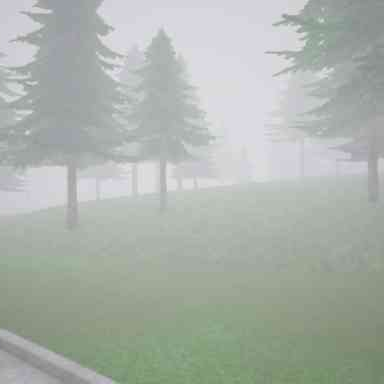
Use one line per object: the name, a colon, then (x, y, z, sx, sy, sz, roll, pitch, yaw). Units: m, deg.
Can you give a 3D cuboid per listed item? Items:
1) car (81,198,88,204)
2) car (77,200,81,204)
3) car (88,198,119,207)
car: (-22.150, 2.045, 76.148, 1.882, 1.535, 5.008, -1, 0, 35)
car: (-25.017, 2.124, 78.156, 1.812, 1.442, 4.674, -1, 0, 35)
car: (-16.923, 2.007, 63.565, 1.812, 1.442, 4.674, -1, 0, 35)
